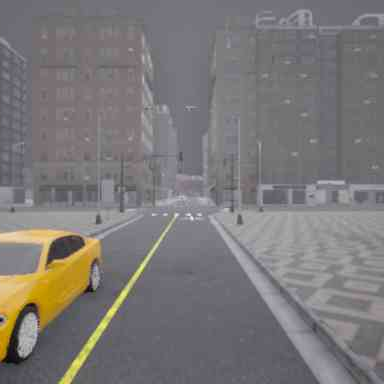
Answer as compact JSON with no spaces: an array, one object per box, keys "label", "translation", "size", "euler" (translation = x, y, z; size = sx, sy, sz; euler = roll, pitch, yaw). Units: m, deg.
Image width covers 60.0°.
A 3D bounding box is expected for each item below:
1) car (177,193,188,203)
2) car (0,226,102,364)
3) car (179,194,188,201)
[{"label":"car","translation":[-2.215,1.344,76.308],"size":[2.150,2.045,5.566],"euler":[0,0,0]},{"label":"car","translation":[-3.097,1.478,6.041],"size":[1.882,1.535,5.008],"euler":[0,0,0]},{"label":"car","translation":[-2.177,1.508,86.420],"size":[2.097,1.767,4.553],"euler":[0,0,0]}]
